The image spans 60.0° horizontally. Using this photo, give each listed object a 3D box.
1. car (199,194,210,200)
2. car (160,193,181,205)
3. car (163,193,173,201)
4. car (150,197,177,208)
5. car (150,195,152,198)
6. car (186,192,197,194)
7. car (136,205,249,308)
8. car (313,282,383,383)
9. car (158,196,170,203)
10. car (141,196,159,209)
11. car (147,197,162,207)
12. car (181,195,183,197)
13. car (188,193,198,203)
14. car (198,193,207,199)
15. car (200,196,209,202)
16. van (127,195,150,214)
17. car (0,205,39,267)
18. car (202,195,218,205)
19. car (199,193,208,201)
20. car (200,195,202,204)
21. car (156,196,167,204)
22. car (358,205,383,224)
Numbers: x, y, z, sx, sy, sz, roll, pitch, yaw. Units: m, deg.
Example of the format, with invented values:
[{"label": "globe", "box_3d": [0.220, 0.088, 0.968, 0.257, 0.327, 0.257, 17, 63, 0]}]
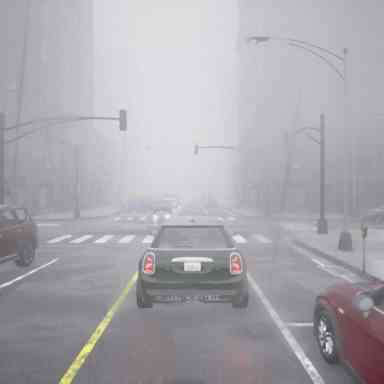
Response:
[{"label": "car", "box_3d": [2.713, 1.551, 57.980, 1.947, 1.339, 4.313, 0, 0, 0]}, {"label": "car", "box_3d": [-3.065, 1.211, 46.425, 2.150, 2.045, 5.566, 0, 0, 0]}, {"label": "car", "box_3d": [-5.795, 1.293, 80.349, 2.192, 1.841, 5.009, 0, 0, 0]}, {"label": "car", "box_3d": [-3.073, 1.540, 36.039, 2.033, 1.411, 5.357, 0, 0, 0]}, {"label": "car", "box_3d": [-5.826, 1.306, 41.179, 2.192, 1.841, 5.009, 0, 0, 0]}, {"label": "car", "box_3d": [0.060, 1.353, 76.576, 1.812, 1.442, 4.674, 0, 0, 0]}, {"label": "car", "box_3d": [0.016, 1.351, 8.056, 2.097, 1.767, 4.553, 0, 0, 0]}, {"label": "car", "box_3d": [2.670, 1.440, 3.130, 1.967, 1.590, 4.097, 0, 0, 0]}, {"label": "car", "box_3d": [-5.804, 1.532, 69.158, 2.008, 1.369, 4.403, 0, 0, 0]}, {"label": "car", "box_3d": [-5.822, 1.429, 46.774, 1.967, 1.590, 4.097, 0, 0, 0]}, {"label": "car", "box_3d": [-5.817, 1.532, 52.370, 1.887, 1.381, 4.507, 0, 0, 0]}, {"label": "car", "box_3d": [-3.039, 1.586, 56.537, 1.895, 1.301, 4.718, 0, 0, 0]}, {"label": "car", "box_3d": [0.107, 1.508, 66.609, 1.812, 1.442, 4.674, 0, 0, 0]}, {"label": "car", "box_3d": [2.718, 1.299, 63.574, 2.192, 1.841, 5.009, 0, 0, 0]}, {"label": "car", "box_3d": [2.727, 1.562, 74.763, 1.802, 1.307, 4.206, 0, 0, 0]}, {"label": "van", "box_3d": [-5.830, 1.333, 35.582, 1.690, 1.788, 3.998, 0, 0, 0]}, {"label": "car", "box_3d": [-5.852, 1.314, 8.635, 2.192, 1.841, 5.009, 0, 0, 0]}, {"label": "car", "box_3d": [2.705, 1.515, 46.961, 1.752, 1.417, 4.829, 0, 0, 0]}, {"label": "car", "box_3d": [3.069, 1.201, 86.585, 2.150, 2.045, 5.566, 0, 0, 0]}, {"label": "car", "box_3d": [2.709, 1.538, 52.385, 2.008, 1.369, 4.403, 0, 0, 0]}, {"label": "car", "box_3d": [-5.808, 1.509, 63.392, 1.752, 1.417, 4.829, 0, 0, 0]}, {"label": "car", "box_3d": [14.395, 1.513, 23.743, 4.674, 1.442, 1.812, 0, 0, 1]}]
